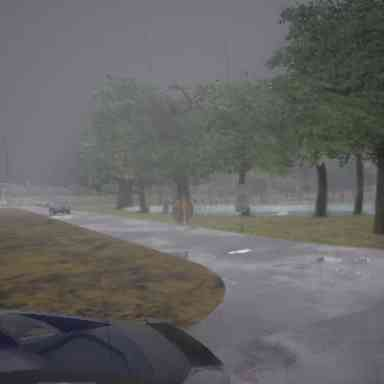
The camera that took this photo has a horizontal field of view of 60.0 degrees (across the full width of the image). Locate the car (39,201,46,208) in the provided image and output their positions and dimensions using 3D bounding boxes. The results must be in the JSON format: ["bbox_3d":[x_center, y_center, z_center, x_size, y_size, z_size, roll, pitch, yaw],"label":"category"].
[{"bbox_3d":[-34.718,3.114,79.530,1.837,1.490,4.892,-2,0,-31],"label":"car"}]

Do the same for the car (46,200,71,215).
[{"bbox_3d":[-19.255,2.251,48.430,2.150,2.045,5.566,-2,0,-31],"label":"car"}]

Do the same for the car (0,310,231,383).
[{"bbox_3d":[-1.975,1.514,1.441,4.902,1.511,2.128,1,-1,-31],"label":"car"}]
